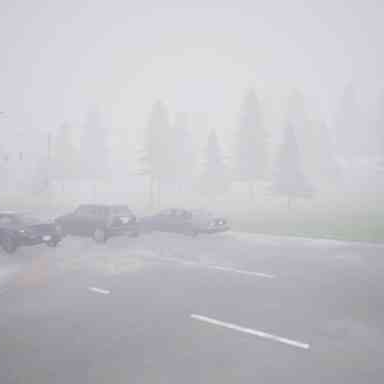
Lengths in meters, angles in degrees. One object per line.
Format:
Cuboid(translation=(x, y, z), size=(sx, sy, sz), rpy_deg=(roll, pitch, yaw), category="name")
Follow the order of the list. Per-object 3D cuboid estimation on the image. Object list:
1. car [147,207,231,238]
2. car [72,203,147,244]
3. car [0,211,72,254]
Cuboid(translation=(-0.666, 1.509, 17.337), size=(5.357, 1.411, 2.033), rpy_deg=(0, 0, 36), category="car")
Cuboid(translation=(-4.649, 1.305, 15.887), size=(4.553, 1.767, 2.097), rpy_deg=(0, 0, 36), category="car")
Cuboid(translation=(-7.099, 1.477, 13.338), size=(4.674, 1.442, 1.812), rpy_deg=(0, 0, 36), category="car")
